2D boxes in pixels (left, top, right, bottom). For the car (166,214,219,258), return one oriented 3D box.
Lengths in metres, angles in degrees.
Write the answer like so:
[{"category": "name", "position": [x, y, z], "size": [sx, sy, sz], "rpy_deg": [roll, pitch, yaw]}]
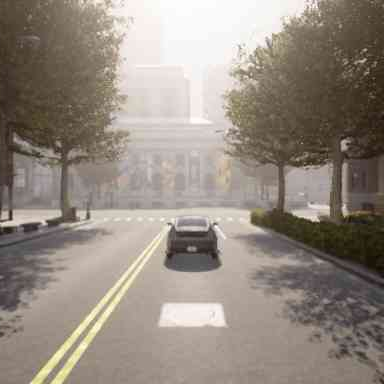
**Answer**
[{"category": "car", "position": [0.016, 1.658, 13.479], "size": [1.837, 1.490, 4.892], "rpy_deg": [0, 0, 0]}]
